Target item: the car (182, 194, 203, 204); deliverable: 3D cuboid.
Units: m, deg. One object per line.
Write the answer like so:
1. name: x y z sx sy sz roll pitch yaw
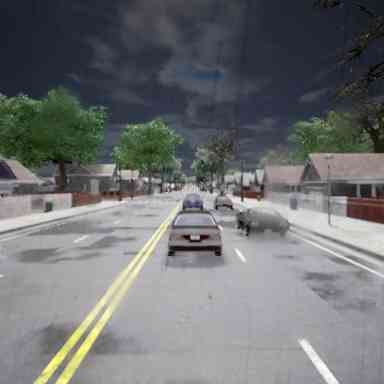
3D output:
1. car: 0.077 0.932 33.982 2.097 1.767 4.553 0 1 0

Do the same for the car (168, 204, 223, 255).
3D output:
1. car: 0.091 1.391 12.572 2.033 1.411 5.357 0 1 0

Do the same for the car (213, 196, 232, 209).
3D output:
1. car: 3.311 1.101 36.012 2.033 1.411 5.357 0 1 0

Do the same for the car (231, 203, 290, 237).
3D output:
1. car: 3.335 1.394 16.708 1.895 1.301 4.718 0 1 0
